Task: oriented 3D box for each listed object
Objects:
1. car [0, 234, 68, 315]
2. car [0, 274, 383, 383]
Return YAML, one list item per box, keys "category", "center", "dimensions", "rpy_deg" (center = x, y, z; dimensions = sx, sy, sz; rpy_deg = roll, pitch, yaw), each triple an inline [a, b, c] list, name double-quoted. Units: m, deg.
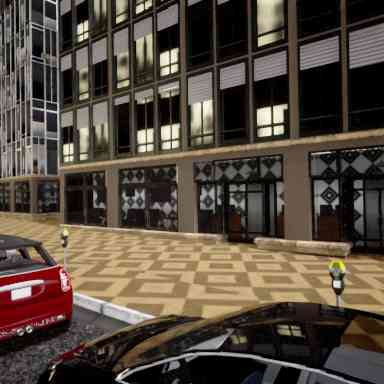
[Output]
- category: "car"
  center: [-3.930, 1.443, 5.833]
  dimensions: [4.097, 1.590, 1.967]
  rpy_deg: [0, -1, 37]
- category: "car"
  center: [0.644, 1.566, 2.453]
  dimensions: [4.313, 1.339, 1.947]
  rpy_deg: [0, -1, 36]
